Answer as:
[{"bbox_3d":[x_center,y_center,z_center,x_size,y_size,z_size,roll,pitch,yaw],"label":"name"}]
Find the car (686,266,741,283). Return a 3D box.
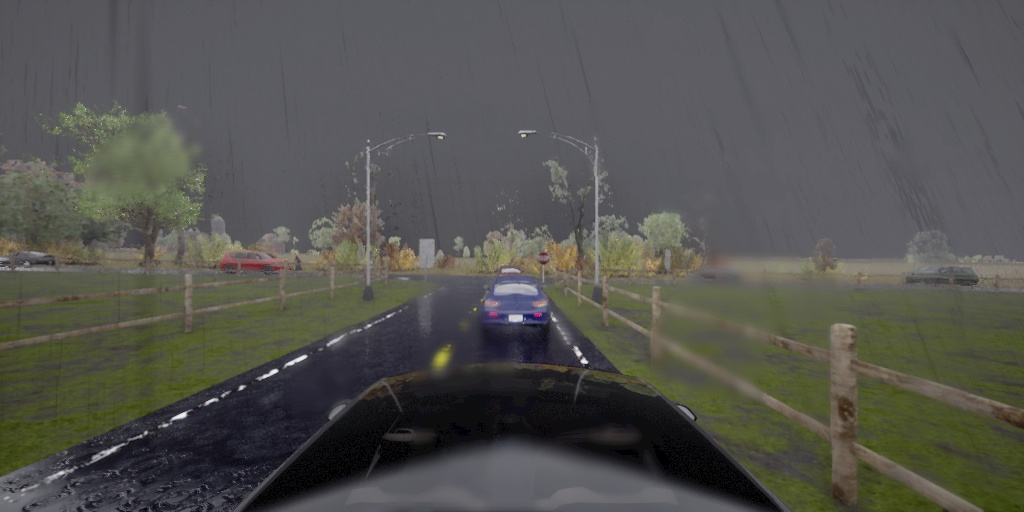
[{"bbox_3d":[19.470,1.762,34.756,4.902,1.511,2.128,1,1,0],"label":"car"}]

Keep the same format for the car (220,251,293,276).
[{"bbox_3d":[-22.604,0.617,31.803,5.566,2.045,2.150,1,1,0],"label":"car"}]

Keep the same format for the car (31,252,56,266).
[{"bbox_3d":[-47.110,0.340,34.705,4.892,1.490,1.837,1,1,0],"label":"car"}]

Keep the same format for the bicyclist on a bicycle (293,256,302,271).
[{"bbox_3d":[-22.631,0.808,37.790,0.582,1.620,1.656,1,0,0],"label":"bicyclist on a bicycle"}]

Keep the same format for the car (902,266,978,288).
[{"bbox_3d":[41.372,1.957,34.722,5.566,2.045,2.150,1,1,0],"label":"car"}]

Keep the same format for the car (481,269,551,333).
[{"bbox_3d":[0.098,1.300,10.753,1.812,1.442,4.674,0,0,0],"label":"car"}]

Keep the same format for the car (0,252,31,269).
[{"bbox_3d":[-47.004,0.412,31.857,5.357,1.411,2.033,1,1,0],"label":"car"}]

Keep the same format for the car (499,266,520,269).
[{"bbox_3d":[-0.142,1.335,22.978,1.812,1.442,4.674,0,0,-3],"label":"car"}]
